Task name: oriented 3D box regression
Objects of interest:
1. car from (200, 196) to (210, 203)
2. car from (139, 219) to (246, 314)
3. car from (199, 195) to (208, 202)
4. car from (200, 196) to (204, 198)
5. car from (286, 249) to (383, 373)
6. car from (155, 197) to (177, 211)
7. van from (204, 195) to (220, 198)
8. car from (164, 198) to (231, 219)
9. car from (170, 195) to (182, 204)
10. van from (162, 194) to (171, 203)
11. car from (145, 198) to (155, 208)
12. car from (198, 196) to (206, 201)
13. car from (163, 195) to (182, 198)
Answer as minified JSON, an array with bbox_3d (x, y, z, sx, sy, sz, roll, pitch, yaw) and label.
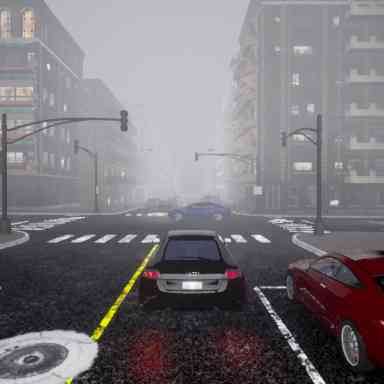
[{"bbox_3d":[2.694,1.663,70.835,1.887,1.381,4.507,-1,0,0],"label":"car"},{"bbox_3d":[0.003,1.564,7.691,1.994,1.385,4.181,0,0,0],"label":"car"},{"bbox_3d":[2.742,1.598,81.878,1.967,1.590,4.097,-1,0,0],"label":"car"},{"bbox_3d":[2.730,1.367,48.752,2.192,1.841,5.009,-1,0,0],"label":"car"},{"bbox_3d":[2.793,1.582,5.353,1.802,1.307,4.206,0,0,0],"label":"car"},{"bbox_3d":[-3.093,1.638,40.920,1.895,1.301,4.718,0,0,0],"label":"car"},{"bbox_3d":[2.818,1.382,43.255,1.690,1.788,3.998,-1,0,0],"label":"van"},{"bbox_3d":[0.591,1.492,26.302,5.008,1.535,1.882,0,0,0],"label":"car"},{"bbox_3d":[-3.033,1.451,65.219,2.097,1.767,4.553,0,0,1],"label":"car"},{"bbox_3d":[-5.833,1.479,76.418,1.690,1.788,3.998,-1,0,0],"label":"van"},{"bbox_3d":[-5.834,1.635,48.803,1.802,1.307,4.206,-1,0,0],"label":"car"},{"bbox_3d":[2.768,1.769,92.923,1.947,1.339,4.313,-1,0,0],"label":"car"},{"bbox_3d":[-3.089,1.606,51.282,2.033,1.411,5.357,0,0,0],"label":"car"}]
